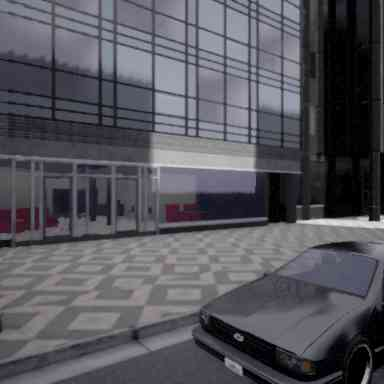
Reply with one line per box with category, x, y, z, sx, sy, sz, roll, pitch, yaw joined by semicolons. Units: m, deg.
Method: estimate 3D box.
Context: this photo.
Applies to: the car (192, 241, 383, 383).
car;2.615;1.547;5.260;5.357;1.411;2.033;0;0;-36
